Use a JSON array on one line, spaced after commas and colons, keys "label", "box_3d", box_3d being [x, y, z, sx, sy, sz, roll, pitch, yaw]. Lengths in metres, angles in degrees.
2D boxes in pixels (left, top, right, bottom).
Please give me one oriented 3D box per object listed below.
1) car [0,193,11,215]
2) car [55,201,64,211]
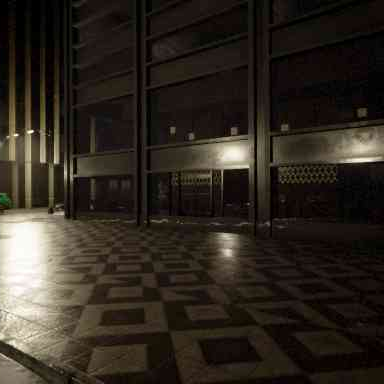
[{"label": "car", "box_3d": [-19.425, 1.113, 30.076, 2.150, 2.045, 5.566, 0, 0, 37]}, {"label": "car", "box_3d": [-13.404, 1.326, 38.607, 1.882, 1.535, 5.008, 0, 0, 35]}]
